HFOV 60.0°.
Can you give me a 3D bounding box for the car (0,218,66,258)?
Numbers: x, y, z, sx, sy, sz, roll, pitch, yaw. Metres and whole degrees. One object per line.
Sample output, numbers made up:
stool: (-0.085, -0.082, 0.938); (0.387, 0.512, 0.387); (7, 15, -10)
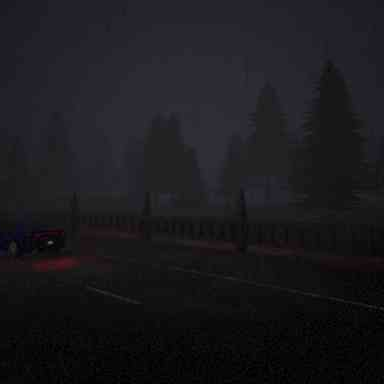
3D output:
car: (-7.648, 1.889, 14.742); (5.008, 1.535, 1.882); (-1, -3, 36)
